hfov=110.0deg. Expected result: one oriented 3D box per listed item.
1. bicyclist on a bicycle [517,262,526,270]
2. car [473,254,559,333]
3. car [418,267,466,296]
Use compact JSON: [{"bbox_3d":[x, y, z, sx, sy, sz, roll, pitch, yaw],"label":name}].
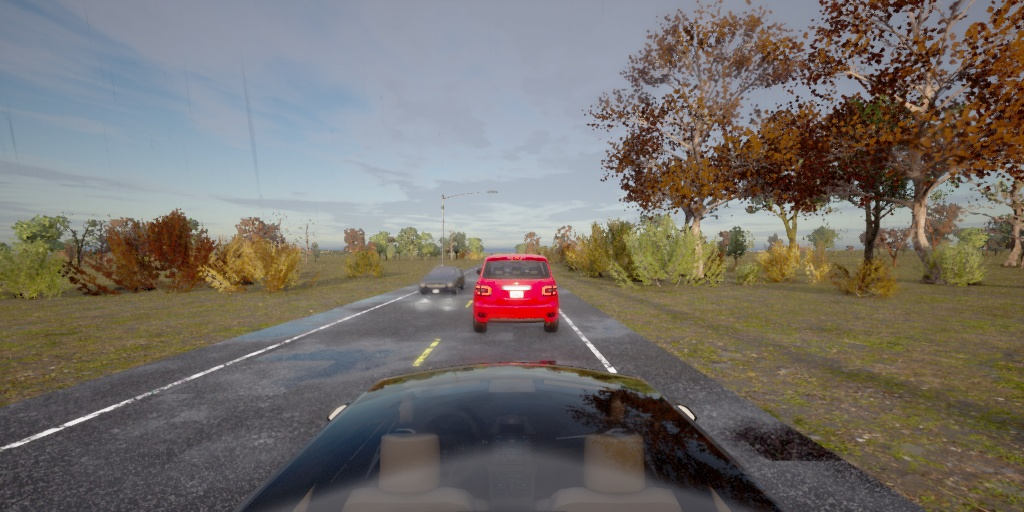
[{"bbox_3d":[0.873,1.110,30.063,0.659,1.776,1.843,0,0,0],"label":"bicyclist on a bicycle"},{"bbox_3d":[0.083,0.968,10.884,2.150,2.045,5.566,0,0,-1],"label":"car"},{"bbox_3d":[-3.635,1.291,19.689,2.033,1.411,5.357,0,0,0],"label":"car"}]
